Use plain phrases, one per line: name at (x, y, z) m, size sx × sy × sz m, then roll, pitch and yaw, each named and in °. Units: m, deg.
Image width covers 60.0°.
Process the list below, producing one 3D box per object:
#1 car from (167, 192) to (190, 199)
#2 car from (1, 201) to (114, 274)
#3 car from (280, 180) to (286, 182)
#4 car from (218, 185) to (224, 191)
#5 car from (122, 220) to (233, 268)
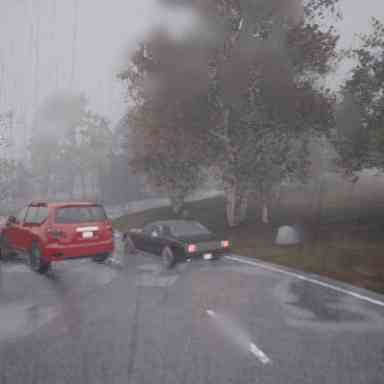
car at (-2.260, 0.375, 57.214) m, size 1.895 × 1.301 × 4.718 m, roll -1°, pitch 4°, yaw 35°
car at (-4.773, 1.340, 11.433) m, size 2.150 × 2.045 × 5.566 m, roll 0°, pitch -1°, yaw -42°
car at (21.521, -3.051, 81.648) m, size 1.812 × 1.442 × 4.674 m, roll -1°, pitch 5°, yaw 37°
car at (7.296, -1.146, 69.710) m, size 2.128 × 1.511 × 4.902 m, roll -1°, pitch 5°, yaw 39°
car at (-0.780, 1.642, 11.633) m, size 1.895 × 1.301 × 4.718 m, roll -1°, pitch 0°, yaw -34°
